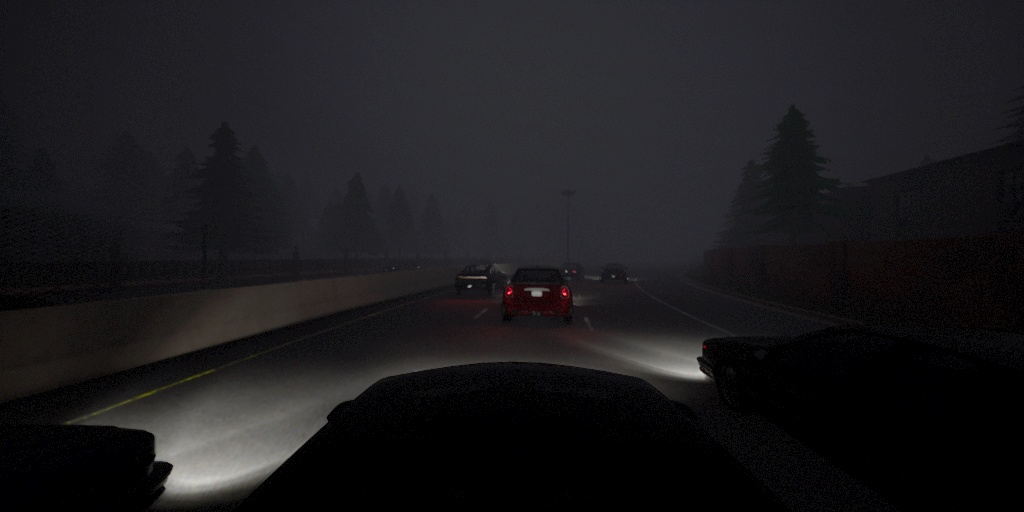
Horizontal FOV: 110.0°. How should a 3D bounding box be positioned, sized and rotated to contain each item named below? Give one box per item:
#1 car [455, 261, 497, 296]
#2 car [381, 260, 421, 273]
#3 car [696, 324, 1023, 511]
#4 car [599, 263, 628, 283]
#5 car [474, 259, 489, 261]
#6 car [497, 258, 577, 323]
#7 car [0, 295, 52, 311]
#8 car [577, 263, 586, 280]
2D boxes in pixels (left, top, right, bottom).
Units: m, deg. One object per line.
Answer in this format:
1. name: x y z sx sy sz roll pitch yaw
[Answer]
1. car: -1.511 1.196 19.014 2.128 1.511 4.902 0 0 11
2. car: -11.321 1.128 36.874 1.837 1.490 4.892 0 0 19
3. car: 3.657 1.310 2.955 2.033 1.411 5.357 0 0 2
4. car: 7.855 1.251 27.591 1.812 1.442 4.674 0 0 17
5. car: -4.132 1.127 45.331 2.128 1.511 4.902 0 0 25
6. car: 0.955 1.082 12.272 2.097 1.767 4.553 0 0 7
7. car: -10.381 1.223 5.511 1.812 1.442 4.674 0 0 4
8. car: 5.094 1.255 30.527 2.033 1.411 5.357 0 0 19
